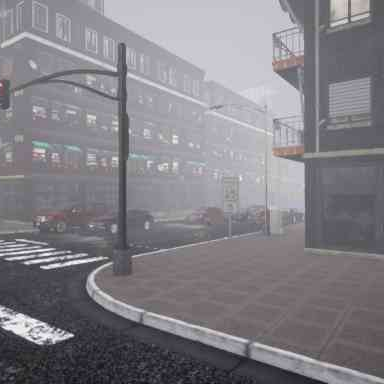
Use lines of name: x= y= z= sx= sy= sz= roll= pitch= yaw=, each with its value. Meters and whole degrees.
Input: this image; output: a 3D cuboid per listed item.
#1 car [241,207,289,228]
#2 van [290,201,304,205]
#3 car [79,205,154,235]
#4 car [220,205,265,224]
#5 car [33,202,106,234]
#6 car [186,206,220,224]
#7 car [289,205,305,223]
car: x=5.822 y=2.048 z=26.132 sx=1.802 sy=1.307 sz=4.206 roll=-2 pitch=-2 yaw=35
van: x=18.602 y=2.463 z=58.776 sx=1.690 sy=1.788 sz=3.998 roll=-2 pitch=-2 yaw=35
car: x=-4.498 y=1.814 z=21.461 sx=1.837 sy=1.490 sz=4.892 roll=0 pitch=-1 yaw=35
car: x=4.659 y=2.104 z=28.893 sx=1.895 sy=1.301 sz=4.718 roll=0 pitch=-1 yaw=35
car: x=-7.585 y=1.603 z=21.603 sx=2.192 sy=1.841 sz=5.009 roll=-1 pitch=-2 yaw=35
car: x=1.360 y=2.019 z=29.763 sx=1.812 sy=1.442 sz=4.674 roll=0 pitch=-1 yaw=35
car: x=9.096 y=2.120 z=30.780 sx=2.008 sy=1.369 sz=4.403 roll=-2 pitch=-2 yaw=35
